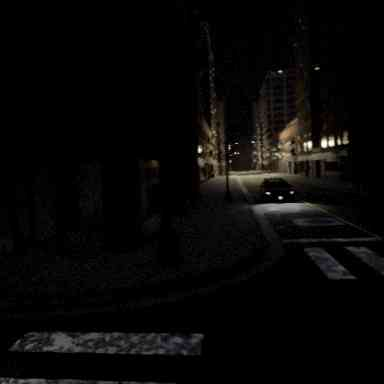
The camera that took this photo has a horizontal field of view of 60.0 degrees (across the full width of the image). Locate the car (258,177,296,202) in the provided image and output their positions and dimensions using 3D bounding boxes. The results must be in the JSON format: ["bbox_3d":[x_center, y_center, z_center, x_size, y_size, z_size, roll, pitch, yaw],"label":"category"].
[{"bbox_3d":[5.392,-0.240,21.787,2.033,1.411,5.357,-2,4,7],"label":"car"}]
